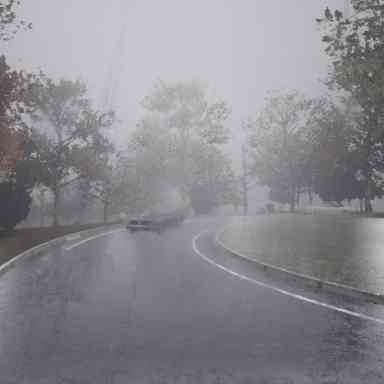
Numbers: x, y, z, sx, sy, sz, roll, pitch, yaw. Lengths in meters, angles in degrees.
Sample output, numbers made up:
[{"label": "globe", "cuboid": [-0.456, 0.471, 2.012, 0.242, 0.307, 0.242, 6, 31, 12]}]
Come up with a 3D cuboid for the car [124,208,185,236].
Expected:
[{"label": "car", "cuboid": [-1.978, 1.601, 18.821, 1.895, 1.301, 4.718, 0, 0, 17]}]

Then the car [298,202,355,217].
[{"label": "car", "cuboid": [12.307, 1.601, 30.700, 4.718, 1.301, 1.895, 0, 0, -3]}]
